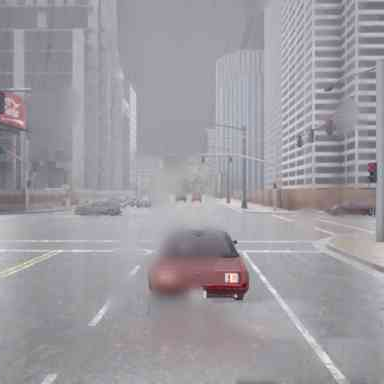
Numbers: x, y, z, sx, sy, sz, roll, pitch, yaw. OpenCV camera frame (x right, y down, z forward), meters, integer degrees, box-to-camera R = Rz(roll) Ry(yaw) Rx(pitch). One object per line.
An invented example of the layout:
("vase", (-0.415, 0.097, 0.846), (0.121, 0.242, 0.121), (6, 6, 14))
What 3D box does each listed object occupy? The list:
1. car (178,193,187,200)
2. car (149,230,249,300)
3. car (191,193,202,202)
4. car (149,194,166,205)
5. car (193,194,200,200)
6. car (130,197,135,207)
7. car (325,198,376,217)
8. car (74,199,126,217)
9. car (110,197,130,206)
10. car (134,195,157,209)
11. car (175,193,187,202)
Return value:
("car", (-2.319, 1.184, 84.106), (2.097, 1.767, 4.553), (0, 0, 1))
("car", (0.214, 1.601, 8.344), (1.895, 1.301, 4.718), (0, 0, 2))
("car", (1.029, 1.216, 73.416), (2.150, 2.045, 5.566), (0, 0, 1))
("car", (-6.282, 1.492, 57.049), (2.128, 1.511, 4.902), (0, 0, 1))
("car", (1.181, 1.353, 84.086), (1.812, 1.442, 4.674), (0, 0, 1))
("car", (-9.857, 1.491, 52.704), (2.128, 1.511, 4.902), (0, 0, 1))
("car", (14.645, 1.352, 30.486), (4.553, 1.767, 2.097), (0, 0, 1))
("car", (-8.612, 1.564, 30.694), (4.181, 1.385, 1.994), (0, 0, 1))
("car", (-9.995, 1.491, 43.276), (2.128, 1.511, 4.902), (0, 0, 1))
("car", (-6.442, 1.526, 46.712), (1.812, 1.442, 4.674), (0, 0, 1))
("car", (-2.471, 1.216, 73.466), (2.150, 2.045, 5.566), (0, 0, 1))
